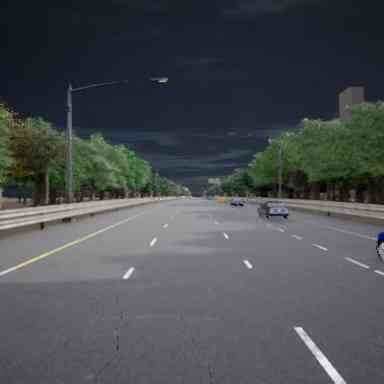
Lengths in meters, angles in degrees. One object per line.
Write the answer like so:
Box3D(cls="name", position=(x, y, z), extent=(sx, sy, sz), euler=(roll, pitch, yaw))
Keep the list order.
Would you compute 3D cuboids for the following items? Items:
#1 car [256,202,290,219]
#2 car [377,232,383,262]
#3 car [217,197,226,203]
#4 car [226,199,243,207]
Box3D(cls="car", position=(7.015, 1.563, 29.185), extent=(2.033, 1.411, 5.357), euler=(0, 0, 0))
Box3D(cls="car", position=(7.065, 1.483, 8.999), extent=(1.882, 1.535, 5.008), euler=(0, 0, -1))
Box3D(cls="car", position=(7.253, 1.916, 80.511), extent=(1.882, 1.535, 5.008), euler=(0, -1, 0))
Box3D(cls="car", position=(7.093, 1.737, 53.959), extent=(1.895, 1.301, 4.718), euler=(0, 0, 0))
